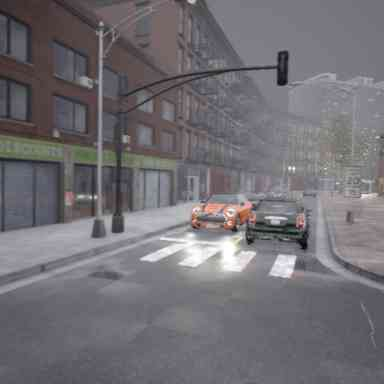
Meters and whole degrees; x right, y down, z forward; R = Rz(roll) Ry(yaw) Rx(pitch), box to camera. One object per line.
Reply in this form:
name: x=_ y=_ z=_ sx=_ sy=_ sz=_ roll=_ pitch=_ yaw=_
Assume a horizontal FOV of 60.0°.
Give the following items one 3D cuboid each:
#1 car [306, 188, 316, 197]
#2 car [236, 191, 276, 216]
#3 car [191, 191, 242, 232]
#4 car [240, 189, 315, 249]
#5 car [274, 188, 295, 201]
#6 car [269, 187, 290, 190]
car: x=19.131 y=0.111 z=54.064 sx=1.994 sy=1.385 sz=4.181 roll=2 pitch=2 yaw=21
car: x=4.964 y=0.762 z=25.003 sx=2.033 sy=1.411 sz=5.357 roll=2 pitch=2 yaw=21
car: x=1.587 y=0.798 z=16.154 sx=2.097 sy=1.767 sz=4.553 roll=2 pitch=2 yaw=21
car: x=3.530 y=0.959 z=12.986 sx=2.097 sy=1.767 sz=4.553 roll=2 pitch=2 yaw=21
car: x=12.400 y=0.268 z=44.294 sx=2.033 sy=1.411 sz=5.357 roll=2 pitch=2 yaw=21
car: x=8.593 y=0.323 z=34.440 sx=2.097 sy=1.767 sz=4.553 roll=2 pitch=2 yaw=21
